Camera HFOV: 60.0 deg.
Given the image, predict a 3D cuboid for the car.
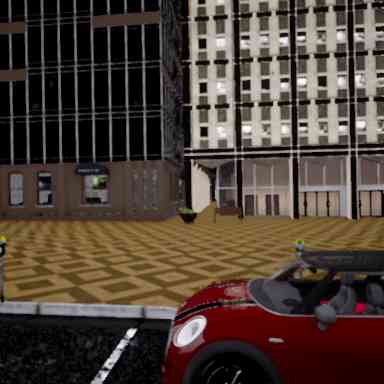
[{"bbox_3d":[1.698,1.444,3.956,4.097,1.590,1.967,0,-1,6],"label":"car"}]
